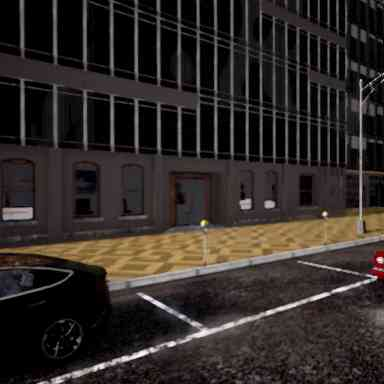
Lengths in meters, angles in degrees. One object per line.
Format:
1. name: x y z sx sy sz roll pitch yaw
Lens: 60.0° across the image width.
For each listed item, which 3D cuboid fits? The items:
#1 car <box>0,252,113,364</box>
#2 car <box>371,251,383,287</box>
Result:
1. car: -3.187 1.567 4.284 4.313 1.339 1.947 0 0 -35
2. car: 6.211 1.536 7.803 4.718 1.301 1.895 0 0 -35
